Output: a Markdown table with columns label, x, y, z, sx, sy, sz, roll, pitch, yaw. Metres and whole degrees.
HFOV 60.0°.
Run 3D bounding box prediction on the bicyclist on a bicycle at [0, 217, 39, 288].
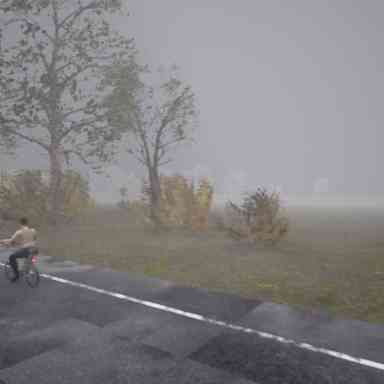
| label | x | y | z | sx | sy | sz | roll | pitch | yaw |
| --- | --- | --- | --- | --- | --- | --- | --- | --- | --- |
| bicyclist on a bicycle | -4.051 | 1.405 | 7.917 | 1.509 | 1.612 | 0.866 | 0 | 0 | 36 |
